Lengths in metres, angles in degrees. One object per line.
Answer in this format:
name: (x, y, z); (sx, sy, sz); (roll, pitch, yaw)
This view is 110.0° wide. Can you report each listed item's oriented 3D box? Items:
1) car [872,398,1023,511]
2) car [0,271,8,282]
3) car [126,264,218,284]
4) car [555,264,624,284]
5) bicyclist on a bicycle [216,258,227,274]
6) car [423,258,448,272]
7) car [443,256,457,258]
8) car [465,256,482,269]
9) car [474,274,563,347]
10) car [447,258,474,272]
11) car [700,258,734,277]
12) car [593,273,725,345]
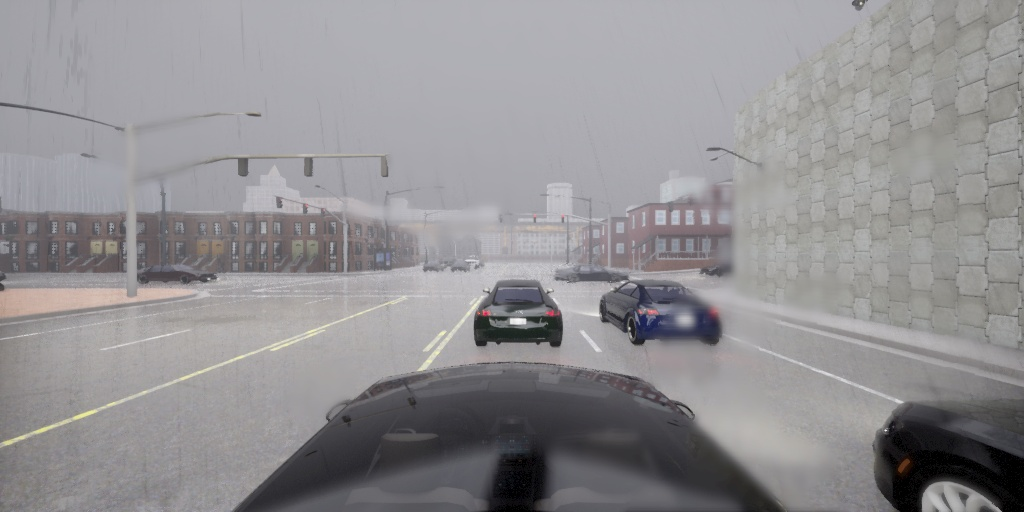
car: (3.584, 1.255, 0.624); (1.837, 1.490, 4.892); (0, 0, 1)
car: (-40.331, 1.314, 26.463); (4.181, 1.385, 1.994); (0, 0, 1)
car: (-24.888, 1.297, 26.319); (5.357, 1.411, 2.033); (0, 0, 0)
car: (5.684, 1.298, 26.046); (5.357, 1.411, 2.033); (0, 0, 1)
bicyclist on a bicycle: (-30.389, 1.053, 37.354); (0.582, 1.620, 1.656); (0, 0, 1)
car: (-10.047, 1.297, 46.475); (2.033, 1.411, 5.357); (0, 0, 1)
car: (-9.920, 0.971, 56.699); (2.150, 2.045, 5.566); (0, 0, 1)
car: (-6.423, 0.971, 56.588); (2.150, 2.045, 5.566); (0, 0, 1)
car: (0.164, 1.314, 9.377); (1.994, 1.385, 4.181); (0, 0, 1)
car: (-6.551, 1.297, 46.202); (2.033, 1.411, 5.357); (0, 0, 1)
car: (18.535, 0.854, 29.630); (5.357, 1.411, 2.033); (-5, 0, 1)
car: (3.668, 1.314, 9.536); (1.994, 1.385, 4.181); (0, 0, 1)
